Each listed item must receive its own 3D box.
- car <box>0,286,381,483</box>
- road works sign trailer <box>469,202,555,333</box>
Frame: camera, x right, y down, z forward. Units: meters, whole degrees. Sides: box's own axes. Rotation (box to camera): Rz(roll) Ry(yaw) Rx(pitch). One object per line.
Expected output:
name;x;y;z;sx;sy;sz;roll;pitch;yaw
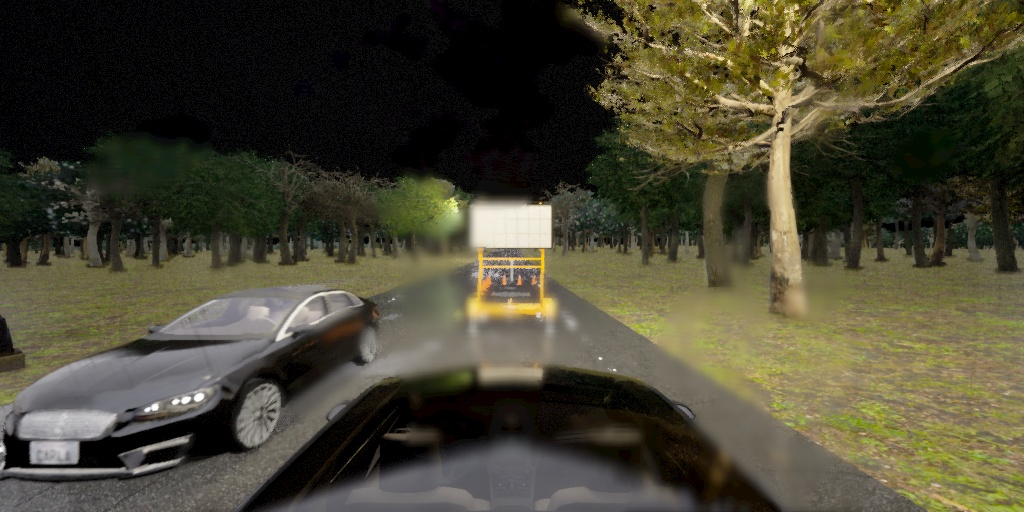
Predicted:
car;-3.501;1.239;5.194;2.128;1.511;4.902;0;0;0
road works sign trailer;-0.004;0.194;10.718;2.380;3.560;2.880;0;0;0
